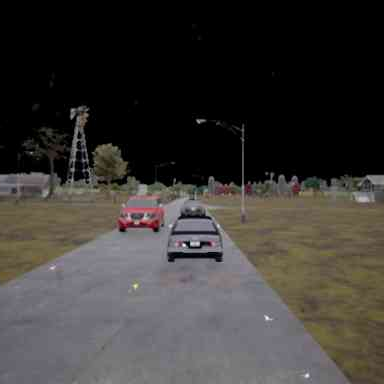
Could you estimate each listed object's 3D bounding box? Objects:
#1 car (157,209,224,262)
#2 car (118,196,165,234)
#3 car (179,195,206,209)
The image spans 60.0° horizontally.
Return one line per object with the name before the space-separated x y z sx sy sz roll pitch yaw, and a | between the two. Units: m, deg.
car | 0.094 1.567 12.227 2.033 1.411 5.357 0 0 0
car | -2.848 1.248 19.927 2.150 2.045 5.566 0 0 0
car | 0.092 1.385 28.646 2.097 1.767 4.553 0 0 0
